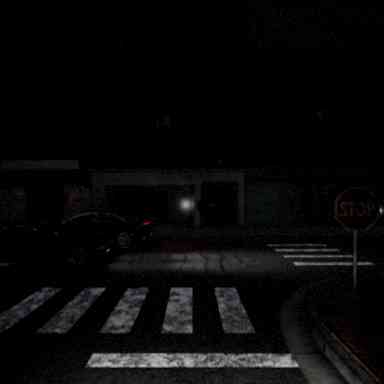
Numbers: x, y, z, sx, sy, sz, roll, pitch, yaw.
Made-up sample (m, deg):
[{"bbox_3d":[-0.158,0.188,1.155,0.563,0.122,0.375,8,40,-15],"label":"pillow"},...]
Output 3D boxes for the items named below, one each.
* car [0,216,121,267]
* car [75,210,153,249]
[{"bbox_3d":[-4.978,1.613,10.884,4.718,1.301,1.895,0,0,0],"label":"car"},{"bbox_3d":[-4.107,1.496,13.835,4.902,1.511,2.128,0,0,0],"label":"car"}]
